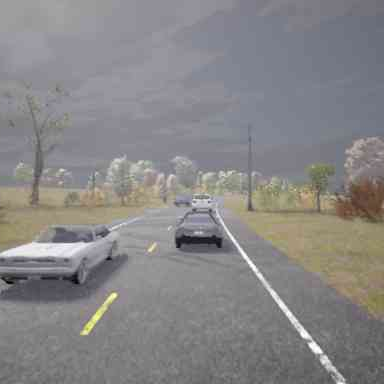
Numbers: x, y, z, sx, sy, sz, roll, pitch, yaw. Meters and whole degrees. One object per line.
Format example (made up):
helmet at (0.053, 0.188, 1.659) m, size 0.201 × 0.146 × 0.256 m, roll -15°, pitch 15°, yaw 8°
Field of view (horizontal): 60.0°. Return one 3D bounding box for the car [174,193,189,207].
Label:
car at (-1.492, 1.229, 52.790) m, size 2.150 × 2.045 × 5.566 m, roll 0°, pitch 0°, yaw 5°

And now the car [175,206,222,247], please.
car at (0.310, 1.568, 15.071) m, size 1.994 × 1.385 × 4.181 m, roll 0°, pitch 0°, yaw 1°

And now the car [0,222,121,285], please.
car at (-3.503, 1.603, 9.626) m, size 1.895 × 1.301 × 4.718 m, roll 0°, pitch 0°, yaw 1°

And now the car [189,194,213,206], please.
car at (1.220, 1.228, 38.294) m, size 2.150 × 2.045 × 5.566 m, roll 0°, pitch 0°, yaw 3°
